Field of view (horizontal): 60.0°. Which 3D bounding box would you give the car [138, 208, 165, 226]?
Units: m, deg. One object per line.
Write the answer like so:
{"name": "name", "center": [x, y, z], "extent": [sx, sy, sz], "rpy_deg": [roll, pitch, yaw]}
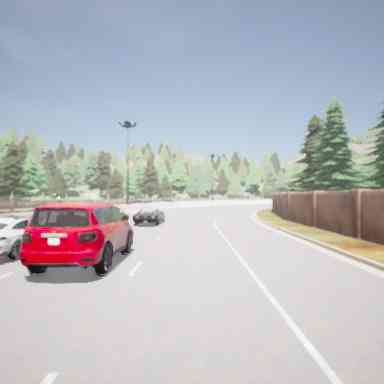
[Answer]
{"name": "car", "center": [-3.294, 1.929, 26.633], "extent": [1.895, 1.301, 4.718], "rpy_deg": [0, -1, 3]}

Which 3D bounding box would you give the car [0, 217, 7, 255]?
{"name": "car", "center": [-6.950, 1.685, 12.885], "extent": [1.812, 1.442, 4.674], "rpy_deg": [0, 0, 0]}

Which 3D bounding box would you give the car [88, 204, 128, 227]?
{"name": "car", "center": [-6.749, 1.842, 27.269], "extent": [1.837, 1.490, 4.892], "rpy_deg": [0, 0, 4]}

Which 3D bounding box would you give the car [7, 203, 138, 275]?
{"name": "car", "center": [-3.467, 1.361, 11.079], "extent": [2.150, 2.045, 5.566], "rpy_deg": [0, 0, 0]}
